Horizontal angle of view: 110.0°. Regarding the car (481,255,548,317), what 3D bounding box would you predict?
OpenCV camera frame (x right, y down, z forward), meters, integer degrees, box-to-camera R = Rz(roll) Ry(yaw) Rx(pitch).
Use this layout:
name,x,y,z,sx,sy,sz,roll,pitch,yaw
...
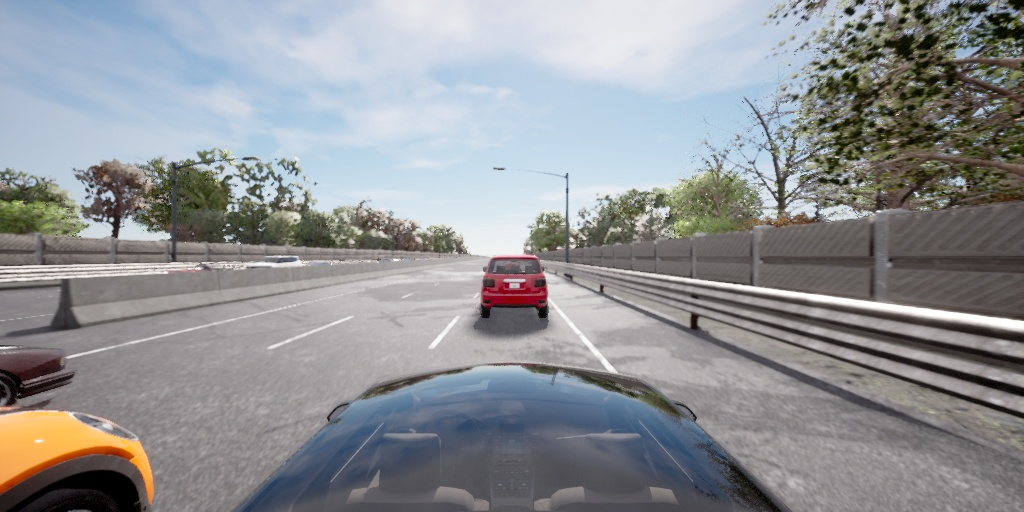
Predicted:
name,x,y,z,sx,sy,sz,roll,pitch,yaw
car,0.071,0.974,13.328,2.150,2.045,5.566,0,0,0

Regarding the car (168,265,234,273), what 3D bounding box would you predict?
name,x,y,z,sx,sy,sz,roll,pitch,yaw
car,-24.678,1.360,28.730,1.895,1.301,4.718,0,0,0

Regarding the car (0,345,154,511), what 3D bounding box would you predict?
name,x,y,z,sx,sy,sz,roll,pitch,yaw
car,-3.406,1.102,0.433,2.097,1.767,4.553,0,0,0

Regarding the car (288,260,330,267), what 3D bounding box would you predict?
name,x,y,z,sx,sy,sz,roll,pitch,yaw
car,-17.690,1.284,32.411,1.812,1.442,4.674,0,0,0

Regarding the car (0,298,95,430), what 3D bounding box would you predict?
name,x,y,z,sx,sy,sz,roll,pitch,yaw
car,-6.903,1.299,2.386,2.033,1.411,5.357,0,0,0

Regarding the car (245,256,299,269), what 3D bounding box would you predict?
name,x,y,z,sx,sy,sz,roll,pitch,yaw
car,-21.189,0.980,32.116,2.150,2.045,5.566,0,0,0
